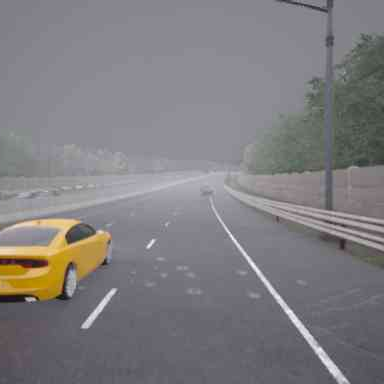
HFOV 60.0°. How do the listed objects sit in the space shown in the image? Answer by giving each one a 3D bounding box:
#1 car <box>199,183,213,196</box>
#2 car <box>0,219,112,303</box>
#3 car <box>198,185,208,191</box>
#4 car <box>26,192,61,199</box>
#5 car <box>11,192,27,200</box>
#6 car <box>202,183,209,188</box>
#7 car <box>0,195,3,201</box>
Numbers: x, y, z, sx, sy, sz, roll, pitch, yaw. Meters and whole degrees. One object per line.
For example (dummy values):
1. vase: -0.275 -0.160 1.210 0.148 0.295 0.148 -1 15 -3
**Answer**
1. car: 2.767 -0.194 59.475 2.097 1.767 4.553 0 3 3
2. car: -3.359 1.391 8.140 1.882 1.535 5.008 0 1 0
3. car: 2.570 -0.933 77.378 1.994 1.385 4.181 0 3 4
4. car: -16.909 0.789 38.919 1.837 1.490 4.892 0 2 2
5. car: -20.324 0.730 41.055 1.812 1.442 4.674 0 2 2
6. car: 3.772 -1.849 93.665 1.812 1.442 4.674 0 4 5
7. car: -23.926 0.781 38.458 2.128 1.511 4.902 0 2 2
